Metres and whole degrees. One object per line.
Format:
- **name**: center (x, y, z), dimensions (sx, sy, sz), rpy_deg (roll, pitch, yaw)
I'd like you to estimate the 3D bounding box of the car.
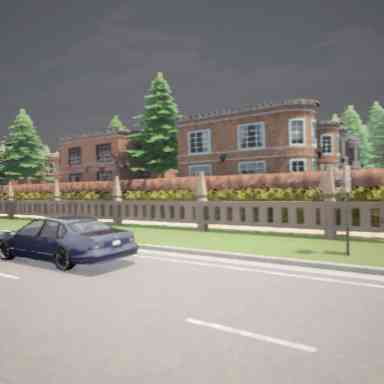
- **car**: center (-4.157, 1.461, 10.489), dimensions (5.357, 1.411, 2.033), rpy_deg (-1, 1, 34)
